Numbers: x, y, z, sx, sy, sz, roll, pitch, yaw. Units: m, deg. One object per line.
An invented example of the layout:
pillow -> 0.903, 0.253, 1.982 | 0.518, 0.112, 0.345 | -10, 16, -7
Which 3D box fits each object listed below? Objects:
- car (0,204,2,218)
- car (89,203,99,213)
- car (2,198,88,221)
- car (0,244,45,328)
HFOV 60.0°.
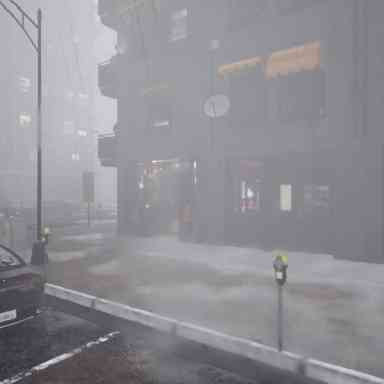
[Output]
car -> -13.955, 1.350, 26.079 | 2.008, 1.369, 4.403 | 1, 1, 35
car -> -10.856, 1.250, 30.498 | 1.752, 1.417, 4.829 | 1, 1, 35
car -> -11.108, 1.330, 25.596 | 2.033, 1.411, 5.357 | 0, 1, 39
car -> -4.433, 1.551, 6.049 | 4.403, 1.369, 2.008 | 0, 0, 36
